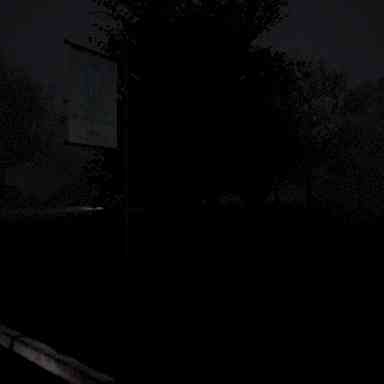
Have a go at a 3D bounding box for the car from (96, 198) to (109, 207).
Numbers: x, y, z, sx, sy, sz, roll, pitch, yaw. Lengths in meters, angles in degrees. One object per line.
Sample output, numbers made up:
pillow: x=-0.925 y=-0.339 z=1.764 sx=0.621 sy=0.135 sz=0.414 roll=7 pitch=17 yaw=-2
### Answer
car: x=-12.314 y=1.484 z=49.647 sx=1.812 sy=1.442 sz=4.674 roll=0 pitch=0 yaw=38

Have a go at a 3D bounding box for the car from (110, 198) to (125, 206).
car: x=-8.853 y=1.445 z=48.405 sx=2.128 sy=1.511 sz=4.902 roll=0 pitch=0 yaw=38
